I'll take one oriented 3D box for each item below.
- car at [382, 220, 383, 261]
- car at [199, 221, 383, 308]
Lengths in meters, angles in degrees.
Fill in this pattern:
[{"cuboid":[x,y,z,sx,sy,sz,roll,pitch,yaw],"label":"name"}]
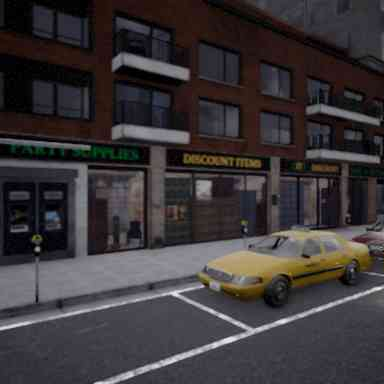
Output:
[{"cuboid":[6.987,1.581,11.183,4.206,1.307,1.802,0,0,-36],"label":"car"},{"cuboid":[2.412,1.524,7.914,4.829,1.417,1.752,0,0,-36],"label":"car"}]
